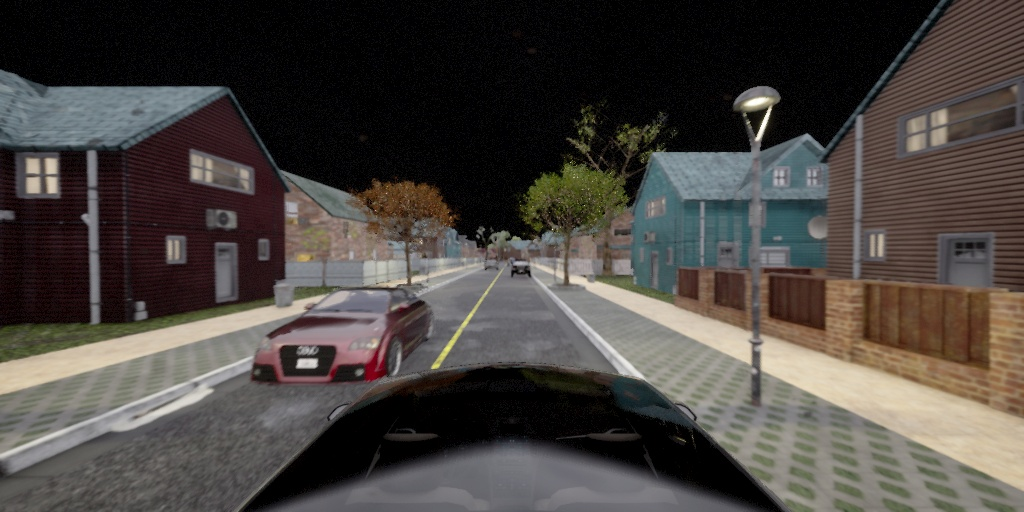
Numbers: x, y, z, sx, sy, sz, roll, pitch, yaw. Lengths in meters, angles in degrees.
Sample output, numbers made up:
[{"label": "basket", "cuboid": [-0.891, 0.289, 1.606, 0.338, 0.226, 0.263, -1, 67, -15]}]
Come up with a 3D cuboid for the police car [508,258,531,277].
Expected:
[{"label": "police car", "cuboid": [0.822, 1.129, 34.501, 1.930, 1.638, 5.238, 0, 0, 0]}]

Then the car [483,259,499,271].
[{"label": "car", "cuboid": [-2.826, 1.213, 49.542, 1.837, 1.490, 4.892, 0, 0, 0]}]

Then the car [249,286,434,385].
[{"label": "car", "cuboid": [-2.849, 1.302, 6.982, 1.994, 1.385, 4.181, 0, 0, 0]}]
